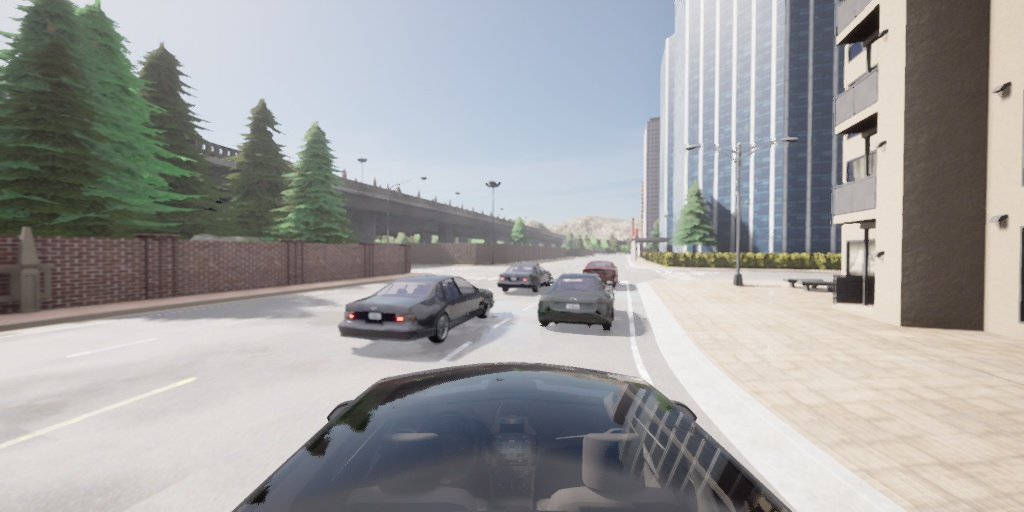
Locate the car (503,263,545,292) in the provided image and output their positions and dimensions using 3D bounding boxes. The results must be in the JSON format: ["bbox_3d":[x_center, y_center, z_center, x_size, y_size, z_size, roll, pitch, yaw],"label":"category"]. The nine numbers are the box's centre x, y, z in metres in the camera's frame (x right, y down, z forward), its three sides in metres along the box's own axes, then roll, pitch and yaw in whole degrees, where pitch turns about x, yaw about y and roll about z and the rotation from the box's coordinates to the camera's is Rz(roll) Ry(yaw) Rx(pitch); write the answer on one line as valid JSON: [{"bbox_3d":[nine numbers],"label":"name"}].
[{"bbox_3d":[0.806,1.083,19.069,2.033,1.411,5.357,0,1,17],"label":"car"}]

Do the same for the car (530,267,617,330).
[{"bbox_3d":[2.067,1.209,10.890,1.994,1.385,4.181,0,1,16],"label":"car"}]

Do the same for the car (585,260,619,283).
[{"bbox_3d":[5.379,1.002,21.667,1.882,1.535,5.008,0,1,19],"label":"car"}]

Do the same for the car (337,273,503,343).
[{"bbox_3d":[-2.034,1.191,9.403,2.033,1.411,5.357,0,1,15],"label":"car"}]
